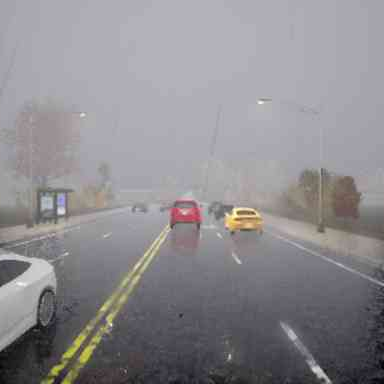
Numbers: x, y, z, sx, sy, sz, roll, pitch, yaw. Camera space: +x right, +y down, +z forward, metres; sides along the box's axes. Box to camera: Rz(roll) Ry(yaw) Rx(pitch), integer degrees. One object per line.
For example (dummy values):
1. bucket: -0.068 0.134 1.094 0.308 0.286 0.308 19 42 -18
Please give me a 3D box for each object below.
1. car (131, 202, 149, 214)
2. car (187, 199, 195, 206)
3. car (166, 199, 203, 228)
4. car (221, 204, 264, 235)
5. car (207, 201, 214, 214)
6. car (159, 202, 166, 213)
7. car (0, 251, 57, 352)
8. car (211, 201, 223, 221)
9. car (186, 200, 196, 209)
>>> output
1. car: -6.725 2.057 43.602 2.128 1.511 4.902 0 -1 0
2. car: -0.236 2.418 75.087 1.882 1.535 5.008 0 -1 0
3. car: -0.392 1.554 25.035 2.150 2.045 5.566 0 -1 2
4. car: 3.198 1.758 21.093 1.882 1.535 5.008 0 -1 0
5. car: 3.123 1.910 43.064 2.097 1.767 4.553 0 -1 0
6. car: -3.486 2.153 46.890 2.033 1.411 5.357 0 -1 0
7. car: -3.356 1.586 4.360 1.812 1.442 4.674 0 -1 0
8. car: 3.161 1.925 32.092 1.837 1.490 4.892 0 -1 0
9. car: -0.116 2.295 60.529 1.812 1.442 4.674 0 -1 0
